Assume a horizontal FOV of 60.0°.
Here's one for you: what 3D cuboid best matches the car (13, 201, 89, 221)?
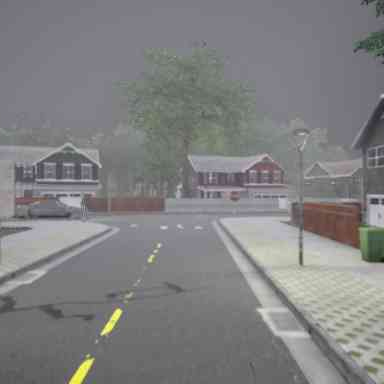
[{"bbox_3d":[-10.486,1.405,24.785,5.357,1.411,2.033,1,0,-20],"label":"car"}]
